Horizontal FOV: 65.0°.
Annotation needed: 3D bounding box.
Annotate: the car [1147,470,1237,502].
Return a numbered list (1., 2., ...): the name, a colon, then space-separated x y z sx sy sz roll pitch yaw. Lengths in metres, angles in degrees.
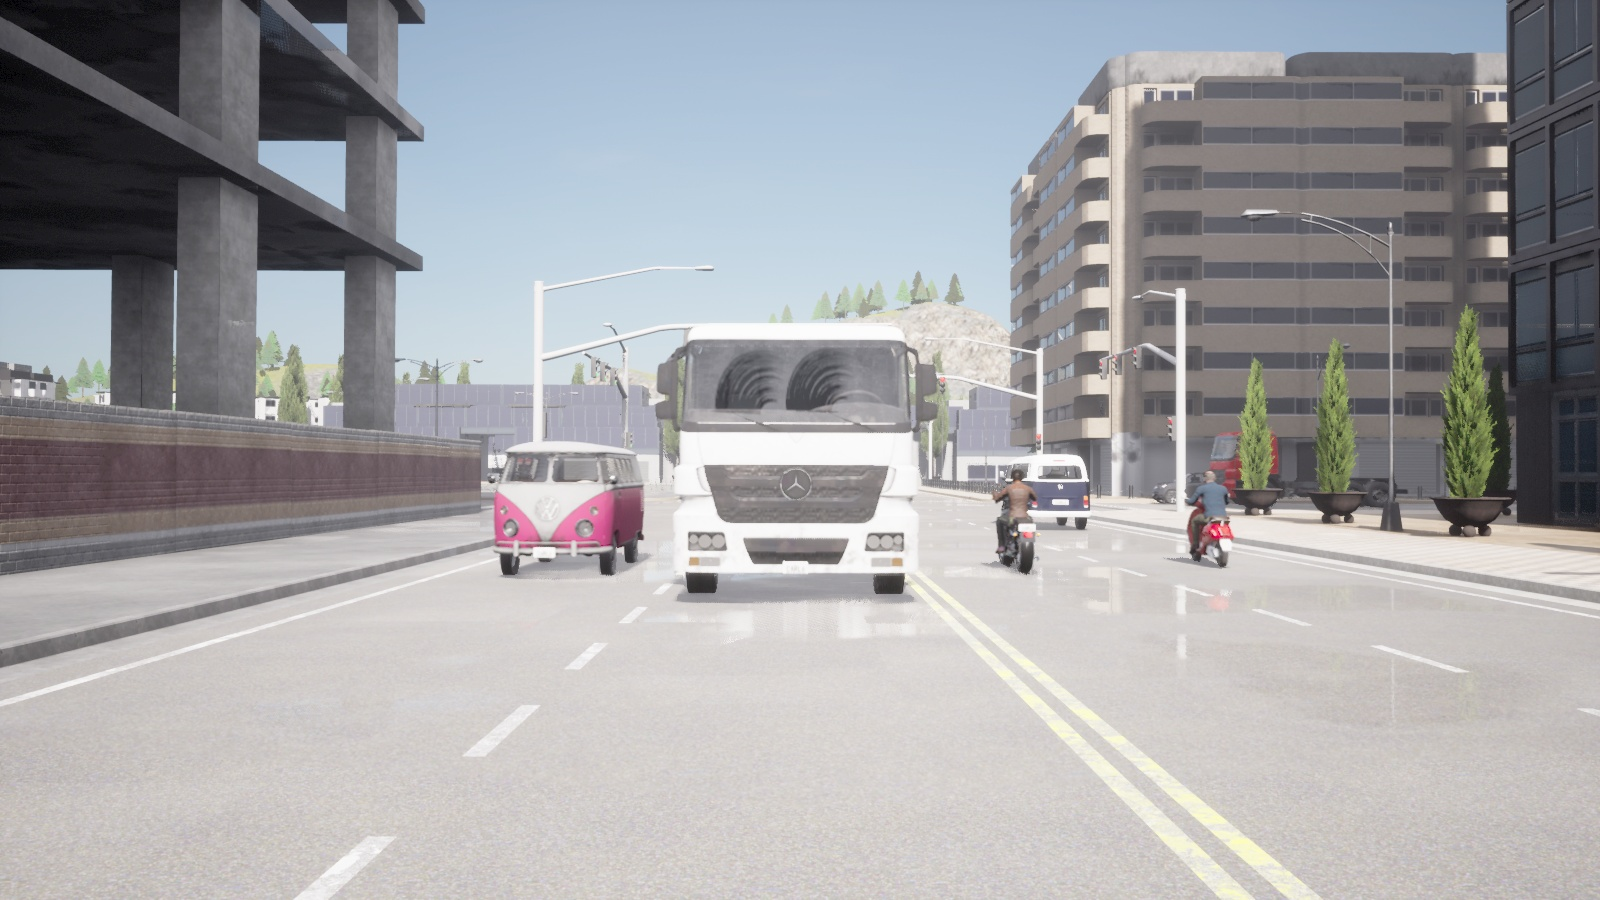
1. car: 18.495 1.694 59.366 3.633 1.501 1.845 0 -1 -1

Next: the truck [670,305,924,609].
1. truck: -0.052 0.140 18.323 2.891 3.462 7.936 0 -1 0

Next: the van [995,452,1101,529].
1. van: 6.907 1.104 35.411 2.069 2.038 4.480 0 -1 0

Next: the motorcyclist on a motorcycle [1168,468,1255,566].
1. motorcyclist on a motorcycle: 6.944 1.097 21.307 0.866 1.590 1.817 0 -1 0

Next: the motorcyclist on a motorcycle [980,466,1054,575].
1. motorcyclist on a motorcycle: 3.447 1.088 20.127 0.766 1.649 2.350 0 -1 0

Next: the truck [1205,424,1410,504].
1. truck: 22.487 0.626 55.917 7.936 3.462 2.891 0 -1 0

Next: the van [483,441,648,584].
1. van: -3.552 0.913 19.764 1.775 1.987 4.442 0 -1 0
